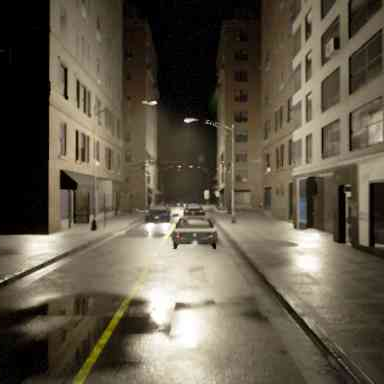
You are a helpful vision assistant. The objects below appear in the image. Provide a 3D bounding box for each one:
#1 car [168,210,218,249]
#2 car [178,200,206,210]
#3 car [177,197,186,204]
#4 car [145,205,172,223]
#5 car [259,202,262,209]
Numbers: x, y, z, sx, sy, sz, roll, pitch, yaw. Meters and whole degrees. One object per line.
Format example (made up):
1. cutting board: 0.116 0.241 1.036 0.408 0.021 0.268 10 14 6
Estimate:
1. car: 0.119 1.734 15.278 1.895 1.301 4.718 0 0 0
2. car: 0.136 1.746 28.305 2.128 1.511 4.902 0 -1 -1
3. car: -2.659 2.201 86.292 2.097 1.767 4.553 0 -1 0
4. car: -2.723 1.815 27.931 1.994 1.385 4.181 0 -1 0
5. car: 12.318 1.779 48.537 5.009 1.841 2.192 0 -1 0
